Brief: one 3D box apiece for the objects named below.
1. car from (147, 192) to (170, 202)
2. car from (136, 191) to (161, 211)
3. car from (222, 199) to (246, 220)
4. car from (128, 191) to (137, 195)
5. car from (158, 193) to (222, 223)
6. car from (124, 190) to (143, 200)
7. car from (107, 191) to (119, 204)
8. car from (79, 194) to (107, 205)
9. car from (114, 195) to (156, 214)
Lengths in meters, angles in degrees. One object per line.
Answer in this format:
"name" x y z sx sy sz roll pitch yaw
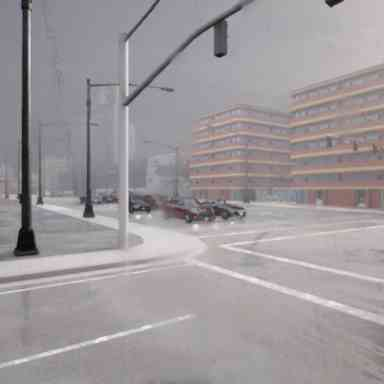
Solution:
"car" -5.912 0.862 57.789 1.837 1.490 4.892 0 1 -34
"car" -3.799 1.053 35.883 2.097 1.767 4.553 0 1 -34
"car" 2.300 1.351 26.925 2.128 1.511 4.902 0 1 -35
"car" -8.804 0.849 55.818 2.128 1.511 4.902 0 1 -34
"car" -0.266 1.223 24.480 2.097 1.767 4.553 0 1 -34
"car" -11.771 0.546 66.382 2.097 1.767 4.553 0 1 -34
"car" -11.666 1.017 47.453 1.994 1.385 4.181 0 1 -34
"car" -13.418 0.980 43.796 2.128 1.511 4.902 0 1 -34
"car" -5.586 1.299 32.286 1.994 1.385 4.181 0 1 -34
